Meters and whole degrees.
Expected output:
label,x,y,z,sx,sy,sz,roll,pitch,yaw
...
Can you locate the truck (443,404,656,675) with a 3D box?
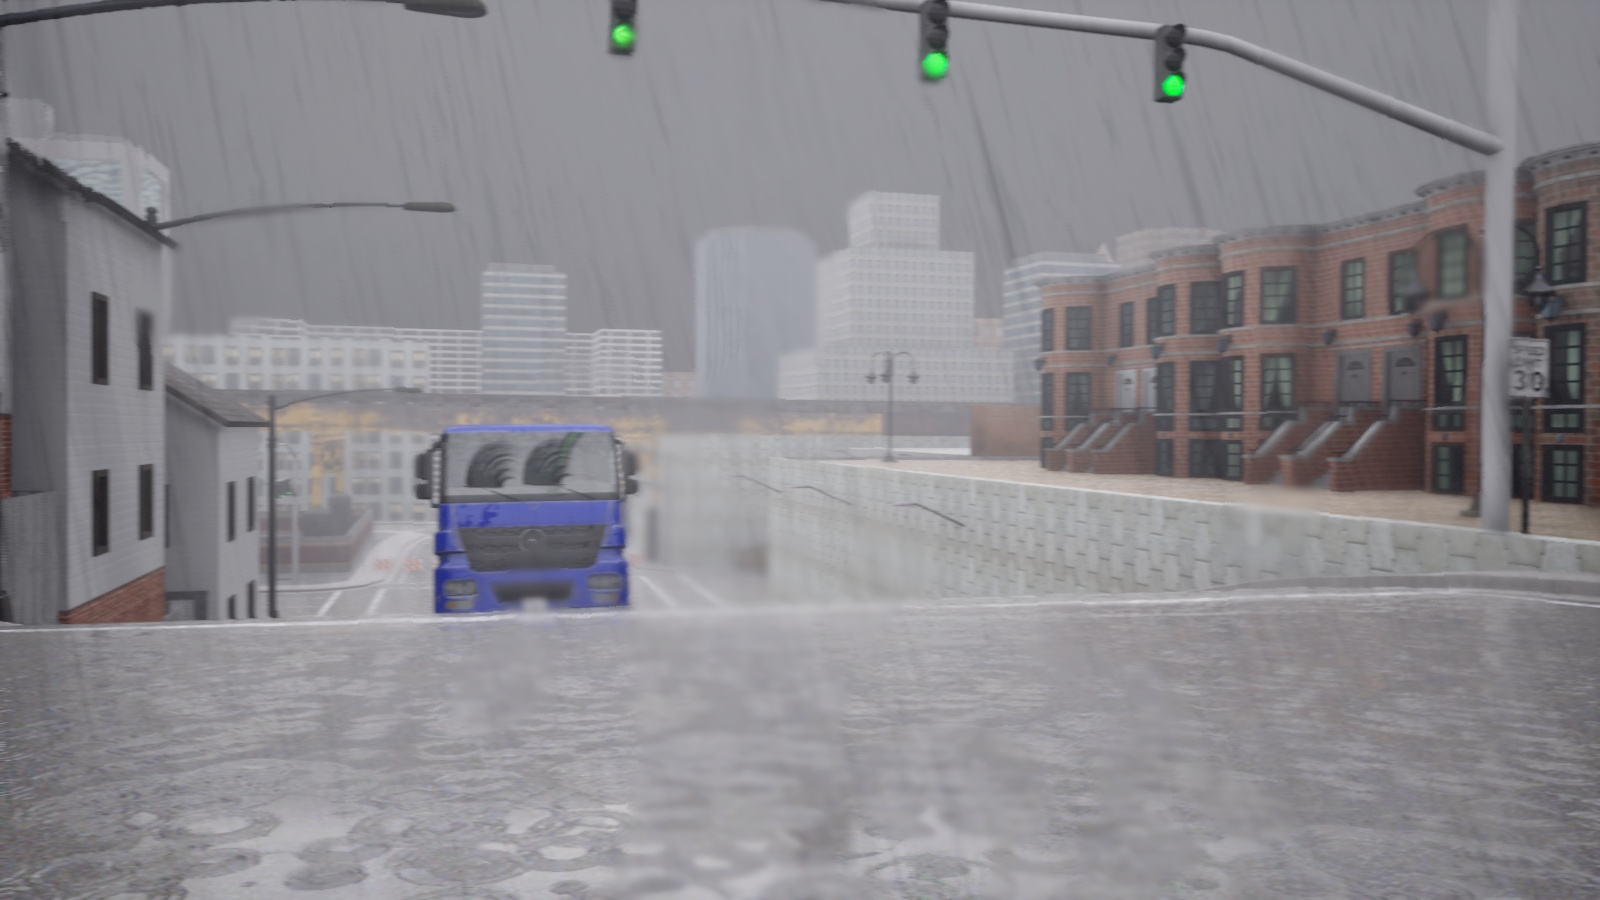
label,x,y,z,sx,sy,sz,roll,pitch,yaw
truck,-4.553,1.894,21.890,2.891,3.462,7.936,-2,-12,-14
